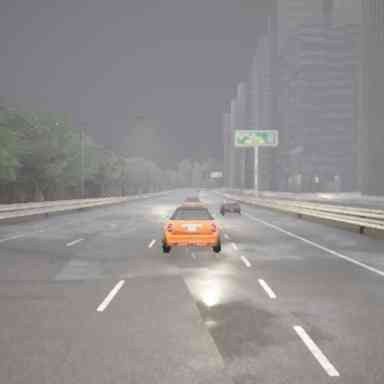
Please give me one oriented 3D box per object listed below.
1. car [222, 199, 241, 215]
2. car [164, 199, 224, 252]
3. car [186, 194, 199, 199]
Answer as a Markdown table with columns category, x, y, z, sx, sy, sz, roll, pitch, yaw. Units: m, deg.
| category | x | y | z | sx | sy | sz | roll | pitch | yaw |
| --- | --- | --- | --- | --- | --- | --- | --- | --- | --- |
| car | 3.660 | 1.465 | 32.762 | 2.128 | 1.511 | 4.902 | 0 | 0 | 0 |
| car | 0.001 | 1.350 | 14.039 | 2.097 | 1.767 | 4.553 | 0 | 0 | 0 |
| car | 0.062 | 1.323 | 33.713 | 2.097 | 1.767 | 4.553 | 0 | 0 | 0 |
